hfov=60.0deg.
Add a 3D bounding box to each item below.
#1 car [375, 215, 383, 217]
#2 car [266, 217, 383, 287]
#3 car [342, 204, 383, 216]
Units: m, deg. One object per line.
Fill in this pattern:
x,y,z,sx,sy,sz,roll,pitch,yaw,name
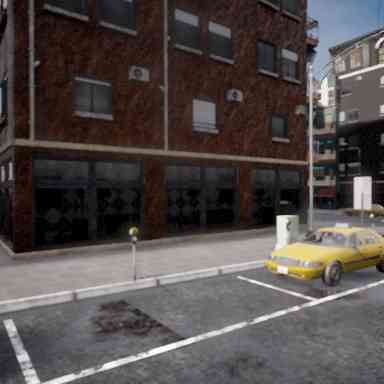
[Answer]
8.931,1.688,12.945,4.403,1.369,2.008,1,-1,-35,car
4.182,1.608,9.557,4.829,1.417,1.752,1,-1,-35,car
18.114,1.828,34.460,1.752,1.417,4.829,-1,0,-36,car
